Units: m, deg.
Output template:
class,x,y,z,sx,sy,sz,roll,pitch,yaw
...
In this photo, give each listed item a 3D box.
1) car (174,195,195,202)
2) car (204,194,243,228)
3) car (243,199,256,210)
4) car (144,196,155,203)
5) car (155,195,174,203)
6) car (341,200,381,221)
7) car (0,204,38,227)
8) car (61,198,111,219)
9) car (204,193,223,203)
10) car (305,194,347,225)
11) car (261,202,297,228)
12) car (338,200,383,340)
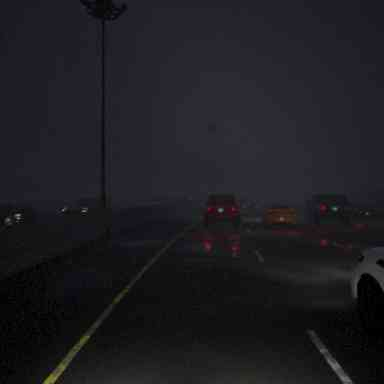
class,x,y,z,sx,sy,sz,roll,pitch,yaw
car,-0.979,1.329,61.006,1.812,1.442,4.674,0,0,24
car,2.122,1.154,22.144,2.150,2.045,5.566,0,0,9
car,6.852,1.478,41.645,1.895,1.301,4.718,0,0,17
car,-7.341,1.384,63.947,1.895,1.301,4.718,0,0,24
car,-4.267,1.341,62.236,2.033,1.411,5.357,0,0,24
car,13.911,1.458,27.668,1.812,1.442,4.674,0,0,13
car,-12.214,1.474,22.109,1.994,1.385,4.181,0,0,9
car,-8.067,1.257,25.699,2.097,1.767,4.553,0,0,11
car,4.250,1.153,64.070,2.097,1.767,4.553,0,0,26
car,9.449,1.160,23.471,2.150,2.045,5.566,0,0,10
car,5.647,1.416,21.916,1.882,1.535,5.008,0,0,9
car,3.728,1.216,3.320,2.150,2.045,5.566,0,0,2
